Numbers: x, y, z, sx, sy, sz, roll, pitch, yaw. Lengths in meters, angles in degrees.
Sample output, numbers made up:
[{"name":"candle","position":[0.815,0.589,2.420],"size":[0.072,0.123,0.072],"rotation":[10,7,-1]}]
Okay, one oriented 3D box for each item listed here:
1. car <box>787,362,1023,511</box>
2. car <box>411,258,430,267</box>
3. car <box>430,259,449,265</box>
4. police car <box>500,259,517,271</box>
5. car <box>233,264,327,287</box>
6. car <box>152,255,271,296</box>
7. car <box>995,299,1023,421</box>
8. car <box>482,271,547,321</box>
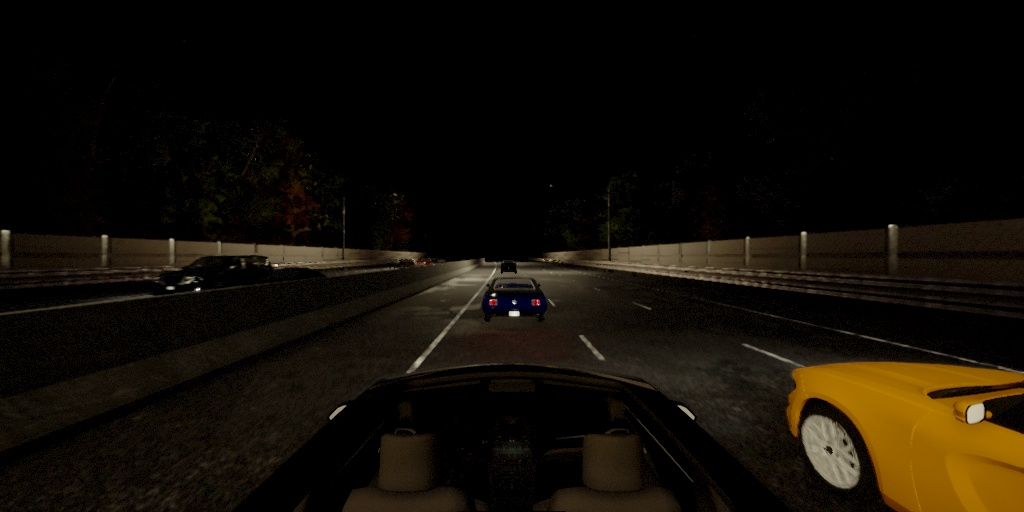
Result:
[{"name":"car","position":[3.593,1.227,1.414],"size":[1.882,1.535,5.008],"rotation":[0,0,0]},{"name":"car","position":[-15.035,1.118,60.538],"size":[2.097,1.767,4.553],"rotation":[0,0,-1]},{"name":"car","position":[-11.484,1.258,58.778],"size":[2.128,1.511,4.902],"rotation":[0,0,-1]},{"name":"police car","position":[-0.428,1.190,44.194],"size":[1.930,1.638,5.238],"rotation":[0,0,-1]},{"name":"car","position":[-10.681,1.282,17.363],"size":[1.812,1.442,4.674],"rotation":[0,0,-1]},{"name":"car","position":[-14.182,0.978,17.623],"size":[2.150,2.045,5.566],"rotation":[0,0,-1]},{"name":"car","position":[7.093,1.274,2.257],"size":[1.812,1.442,4.674],"rotation":[0,0,0]},{"name":"car","position":[0.058,1.355,12.421],"size":[1.895,1.301,4.718],"rotation":[0,0,0]}]
